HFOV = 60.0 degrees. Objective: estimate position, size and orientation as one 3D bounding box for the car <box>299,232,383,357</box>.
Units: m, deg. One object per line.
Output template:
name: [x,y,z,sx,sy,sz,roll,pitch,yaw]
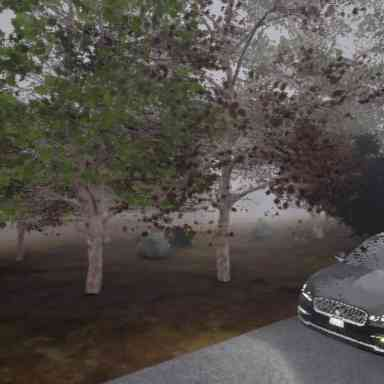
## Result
car: [3.898,1.480,5.784,4.892,1.490,1.837,0,0,-35]
